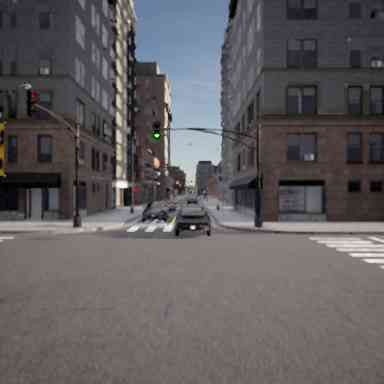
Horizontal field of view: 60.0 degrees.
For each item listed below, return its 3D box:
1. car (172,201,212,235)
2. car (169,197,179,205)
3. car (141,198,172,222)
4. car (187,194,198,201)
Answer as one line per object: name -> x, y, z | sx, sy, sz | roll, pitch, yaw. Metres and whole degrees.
car -> 0.047, 1.485, 18.672 | 1.837, 1.490, 4.892 | 0, 0, 0
car -> -2.817, 1.560, 36.769 | 1.994, 1.385, 4.181 | 0, 0, 0
car -> -2.857, 1.497, 26.684 | 1.837, 1.490, 4.892 | 0, 0, 0
car -> 0.049, 1.523, 58.122 | 1.837, 1.490, 4.892 | 0, 0, 1
